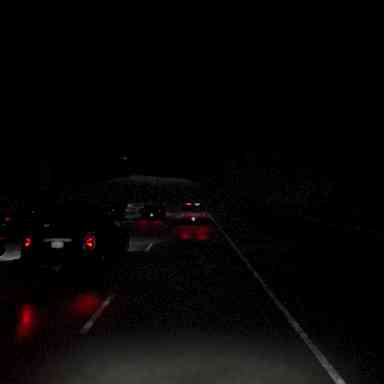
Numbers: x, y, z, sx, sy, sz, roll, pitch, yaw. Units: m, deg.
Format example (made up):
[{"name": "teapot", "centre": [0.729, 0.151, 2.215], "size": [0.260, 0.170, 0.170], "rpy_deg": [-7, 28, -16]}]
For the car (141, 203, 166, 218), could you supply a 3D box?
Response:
[{"name": "car", "centre": [-3.395, 1.668, 30.331], "size": [1.895, 1.301, 4.718], "rpy_deg": [0, -1, 0]}]

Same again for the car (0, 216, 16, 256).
[{"name": "car", "centre": [-6.893, 1.555, 8.221], "size": [2.033, 1.411, 5.357], "rpy_deg": [0, 0, 0]}]

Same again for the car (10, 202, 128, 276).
[{"name": "car", "centre": [-3.399, 1.362, 10.525], "size": [2.097, 1.767, 4.553], "rpy_deg": [0, 0, 0]}]

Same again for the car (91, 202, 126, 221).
[{"name": "car", "centre": [-6.895, 1.570, 27.977], "size": [1.812, 1.442, 4.674], "rpy_deg": [0, -1, 0]}]

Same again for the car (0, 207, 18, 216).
[{"name": "car", "centre": [-10.397, 1.582, 19.534], "size": [1.994, 1.385, 4.181], "rpy_deg": [0, 0, 0]}]

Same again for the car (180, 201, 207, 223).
[{"name": "car", "centre": [0.104, 1.630, 25.638], "size": [1.895, 1.301, 4.718], "rpy_deg": [0, 0, 0]}]

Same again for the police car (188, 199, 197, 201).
[{"name": "police car", "centre": [0.105, 1.707, 42.193], "size": [2.038, 1.542, 4.974], "rpy_deg": [0, -1, 0]}]
